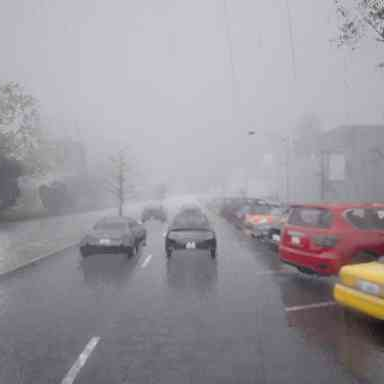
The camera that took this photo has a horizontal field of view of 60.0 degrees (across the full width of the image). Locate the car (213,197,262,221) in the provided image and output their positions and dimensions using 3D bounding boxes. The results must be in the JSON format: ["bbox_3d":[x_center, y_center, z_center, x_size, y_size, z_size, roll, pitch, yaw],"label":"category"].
[{"bbox_3d":[4.966,1.518,27.170,5.566,2.045,2.435,1,-1,-20],"label":"car"}]

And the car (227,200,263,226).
[{"bbox_3d":[4.946,1.569,21.142,4.553,1.767,2.185,1,-1,-20],"label":"car"}]

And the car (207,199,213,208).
[{"bbox_3d":[4.712,1.892,36.081,5.366,1.575,1.946,1,-1,-20],"label":"car"}]

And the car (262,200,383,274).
[{"bbox_3d":[5.074,1.323,9.160,5.566,2.045,2.435,1,-1,-20],"label":"car"}]

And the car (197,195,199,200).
[{"bbox_3d":[4.648,2.129,72.158,5.566,2.045,2.435,1,0,-20],"label":"car"}]

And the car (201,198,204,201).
[{"bbox_3d":[4.768,2.306,60.176,4.792,1.488,2.163,1,-1,-20],"label":"car"}]

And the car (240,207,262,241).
[{"bbox_3d":[5.018,1.633,15.145,4.892,1.521,2.231,1,0,-20],"label":"car"}]

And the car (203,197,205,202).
[{"bbox_3d":[4.810,2.070,54.165,4.553,1.767,2.185,1,-1,-20],"label":"car"}]

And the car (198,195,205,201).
[{"bbox_3d":[4.753,2.059,63.178,5.566,2.045,2.435,1,-1,-20],"label":"car"}]

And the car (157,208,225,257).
[{"bbox_3d":[-0.033,1.621,13.535,2.128,1.511,4.902,0,0,0],"label":"car"}]

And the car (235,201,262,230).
[{"bbox_3d":[5.026,1.537,18.157,4.553,1.767,2.185,1,0,-20],"label":"car"}]

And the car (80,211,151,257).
[{"bbox_3d":[-3.029,1.693,13.527,1.994,1.385,4.181,0,-1,0],"label":"car"}]

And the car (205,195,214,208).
[{"bbox_3d":[4.847,1.696,39.138,5.566,2.045,2.435,1,-1,-20],"label":"car"}]

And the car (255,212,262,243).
[{"bbox_3d":[5.054,1.631,12.161,4.792,1.488,2.163,1,-1,-20],"label":"car"}]

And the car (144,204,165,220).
[{"bbox_3d":[-3.122,1.809,28.524,1.837,1.490,4.892,0,0,0],"label":"car"}]

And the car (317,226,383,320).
[{"bbox_3d":[5.234,1.546,6.209,5.366,1.575,1.946,1,-1,-20],"label":"car"}]

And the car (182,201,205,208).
[{"bbox_3d":[-0.122,1.809,28.551,1.837,1.490,4.892,0,0,0],"label":"car"}]
